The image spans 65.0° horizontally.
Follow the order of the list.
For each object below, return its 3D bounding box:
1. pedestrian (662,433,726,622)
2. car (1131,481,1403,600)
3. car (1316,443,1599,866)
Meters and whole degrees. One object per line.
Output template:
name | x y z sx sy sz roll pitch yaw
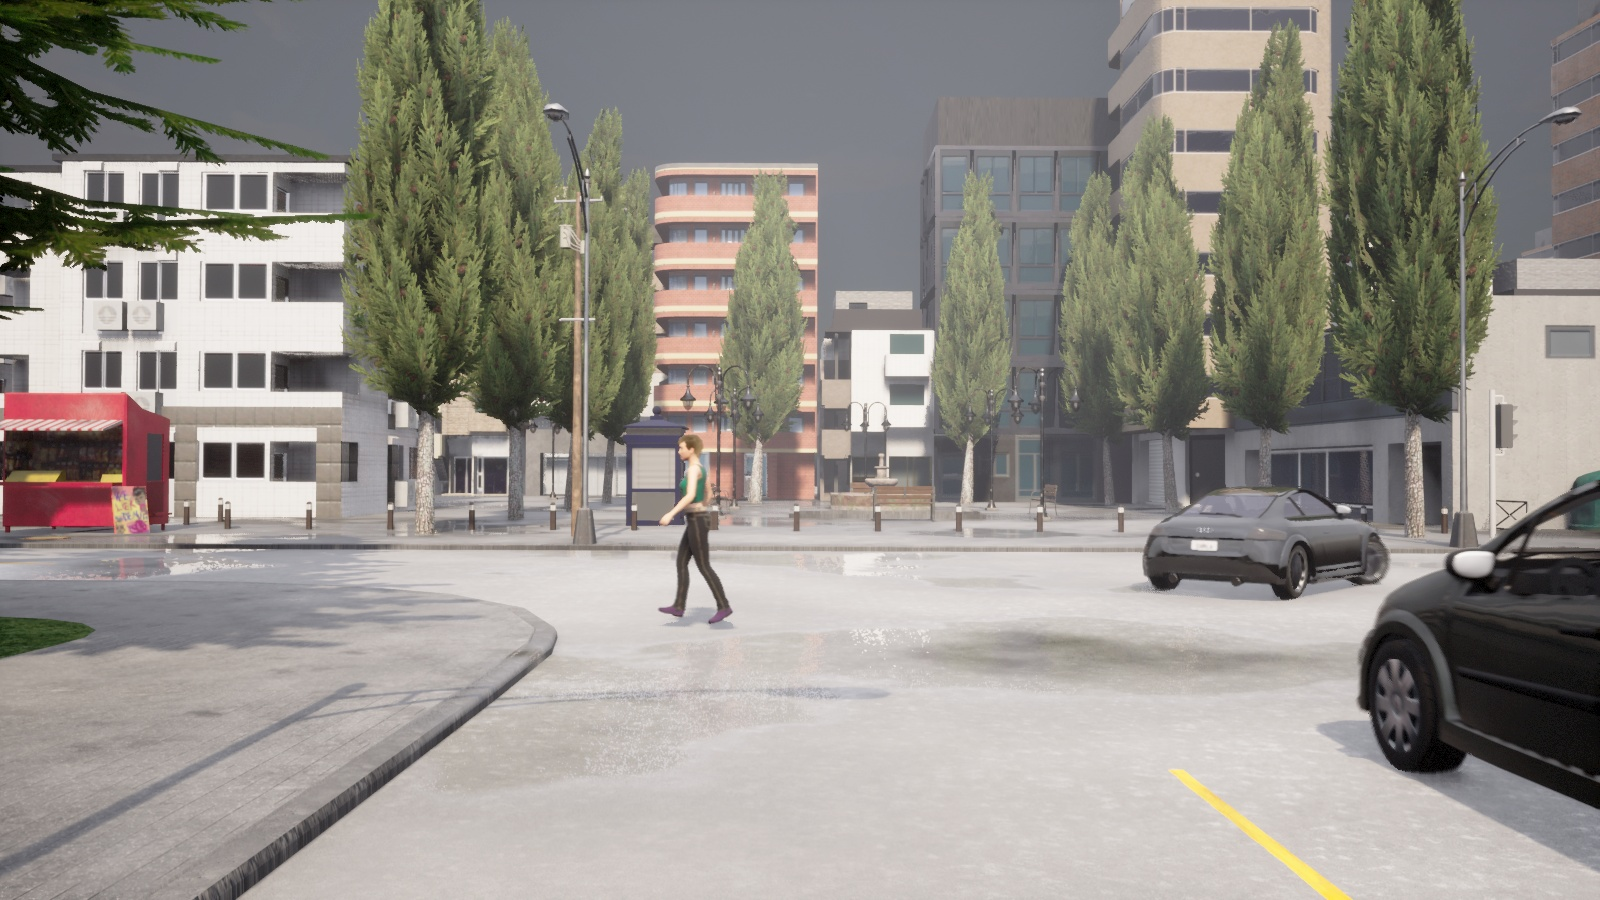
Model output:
pedestrian | -1.042 0.753 12.392 0.594 1.836 0.345 0 -1 1
car | 6.493 1.141 17.226 1.994 1.385 4.181 -1 -1 44
car | 3.980 0.787 5.406 1.851 1.617 3.988 0 -1 0
